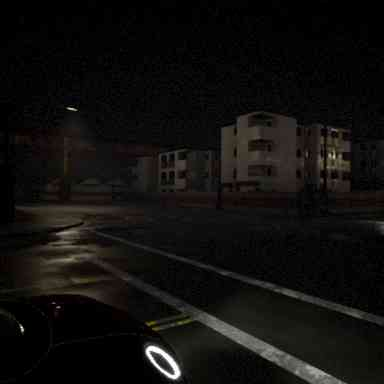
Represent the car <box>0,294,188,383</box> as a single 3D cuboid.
[{"bbox_3d":[-2.210,1.351,2.203,4.553,1.767,2.097,0,0,-35],"label":"car"}]
